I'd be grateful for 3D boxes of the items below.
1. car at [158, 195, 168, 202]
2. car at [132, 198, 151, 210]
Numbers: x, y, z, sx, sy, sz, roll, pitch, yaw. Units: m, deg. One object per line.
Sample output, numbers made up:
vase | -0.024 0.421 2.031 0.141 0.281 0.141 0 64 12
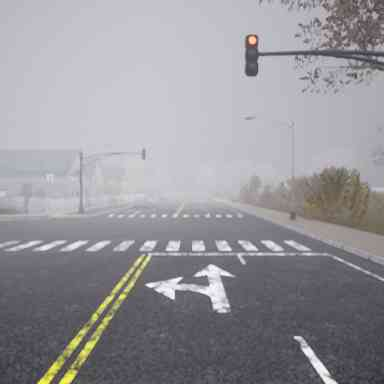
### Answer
car | -6.357 1.443 72.555 2.033 1.411 5.357 0 0 0
car | -6.410 1.531 42.696 1.812 1.442 4.674 0 1 0
